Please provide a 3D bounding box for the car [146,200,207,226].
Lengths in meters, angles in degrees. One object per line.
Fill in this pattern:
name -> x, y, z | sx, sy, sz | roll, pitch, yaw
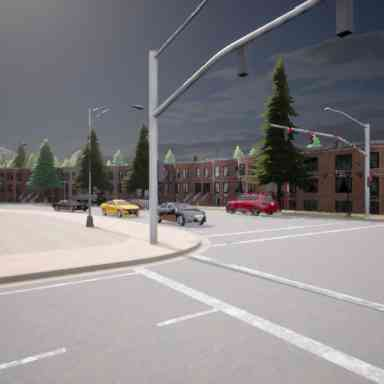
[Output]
car -> -0.957, 1.492, 23.353 | 2.128, 1.511, 4.902 | 0, 0, -36

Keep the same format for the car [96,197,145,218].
car -> -6.709, 1.478, 30.916 | 1.882, 1.535, 5.008 | 0, 0, -40

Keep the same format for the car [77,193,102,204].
car -> -16.427, 1.221, 51.952 | 5.566, 2.045, 2.150 | 0, 0, 26

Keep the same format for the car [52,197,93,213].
car -> -13.880, 1.601, 37.979 | 4.718, 1.301, 1.895 | 0, 0, 37

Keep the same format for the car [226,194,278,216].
car -> 5.750, 1.221, 32.407 | 2.150, 2.045, 5.566 | 0, 0, -36
